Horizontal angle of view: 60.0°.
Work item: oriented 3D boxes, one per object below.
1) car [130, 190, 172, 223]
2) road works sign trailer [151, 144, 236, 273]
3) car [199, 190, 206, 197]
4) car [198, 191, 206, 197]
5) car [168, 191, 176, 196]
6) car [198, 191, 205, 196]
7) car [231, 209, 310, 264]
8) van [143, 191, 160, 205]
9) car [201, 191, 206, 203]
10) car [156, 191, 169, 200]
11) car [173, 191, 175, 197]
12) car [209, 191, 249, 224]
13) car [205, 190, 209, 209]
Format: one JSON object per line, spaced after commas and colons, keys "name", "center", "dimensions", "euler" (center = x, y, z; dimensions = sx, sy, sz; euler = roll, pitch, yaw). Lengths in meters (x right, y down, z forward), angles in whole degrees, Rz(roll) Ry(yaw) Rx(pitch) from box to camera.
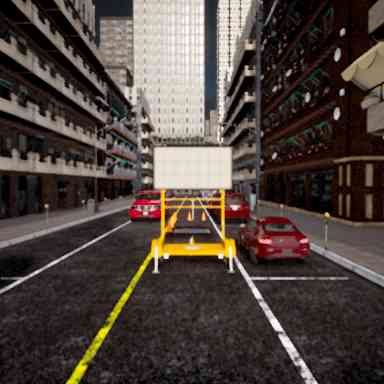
{"name": "car", "center": [-2.858, 0.923, 23.218], "dimensions": [2.150, 2.045, 5.566], "euler": [0, 1, 0]}
{"name": "road works sign trailer", "center": [0.028, 0.332, 10.217], "dimensions": [2.380, 3.560, 2.880], "euler": [0, 1, -1]}
{"name": "car", "center": [2.541, 0.798, 49.820], "dimensions": [1.967, 1.590, 4.097], "euler": [-1, 1, 0]}
{"name": "car", "center": [2.533, 0.468, 83.113], "dimensions": [1.887, 1.381, 4.507], "euler": [-1, 1, 0]}
{"name": "car", "center": [-5.348, 0.395, 88.640], "dimensions": [1.887, 1.381, 4.507], "euler": [-1, 1, 0]}
{"name": "car", "center": [2.532, 0.373, 88.832], "dimensions": [1.752, 1.417, 4.829], "euler": [-1, 1, 0]}
{"name": "car", "center": [2.554, 1.440, 10.982], "dimensions": [1.802, 1.307, 4.206], "euler": [-1, 1, 0]}
{"name": "van", "center": [-5.339, 0.771, 44.249], "dimensions": [1.690, 1.788, 3.998], "euler": [-1, 1, 0]}
{"name": "car", "center": [2.544, 0.953, 44.443], "dimensions": [1.752, 1.417, 4.829], "euler": [-1, 1, 0]}
{"name": "car", "center": [-5.342, 0.654, 60.896], "dimensions": [1.967, 1.590, 4.097], "euler": [-1, 1, 0]}
{"name": "car", "center": [-5.348, 0.311, 77.540], "dimensions": [2.192, 1.841, 5.009], "euler": [-1, 1, 0]}
{"name": "car", "center": [2.547, 1.031, 22.076], "dimensions": [2.192, 1.841, 5.009], "euler": [-1, 1, 0]}
{"name": "car", "center": [2.546, 0.959, 27.624], "dimensions": [2.192, 1.841, 5.009], "euler": [-1, 1, 0]}
